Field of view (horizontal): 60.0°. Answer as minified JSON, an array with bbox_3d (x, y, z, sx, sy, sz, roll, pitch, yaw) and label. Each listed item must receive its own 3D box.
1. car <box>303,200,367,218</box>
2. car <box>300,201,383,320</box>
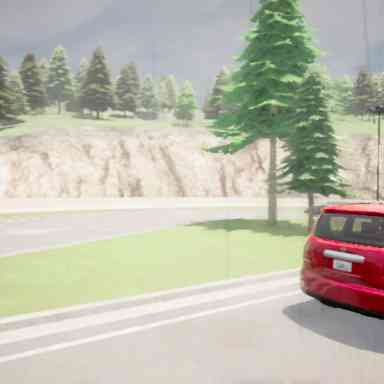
[{"bbox_3d":[13.523,1.596,31.604,5.357,1.411,2.033,1,0,31],"label":"car"},{"bbox_3d":[4.574,1.252,6.614,5.566,2.045,2.150,1,0,-33],"label":"car"}]
